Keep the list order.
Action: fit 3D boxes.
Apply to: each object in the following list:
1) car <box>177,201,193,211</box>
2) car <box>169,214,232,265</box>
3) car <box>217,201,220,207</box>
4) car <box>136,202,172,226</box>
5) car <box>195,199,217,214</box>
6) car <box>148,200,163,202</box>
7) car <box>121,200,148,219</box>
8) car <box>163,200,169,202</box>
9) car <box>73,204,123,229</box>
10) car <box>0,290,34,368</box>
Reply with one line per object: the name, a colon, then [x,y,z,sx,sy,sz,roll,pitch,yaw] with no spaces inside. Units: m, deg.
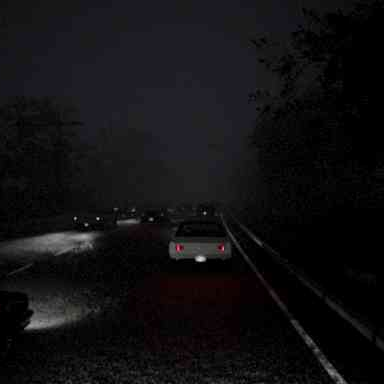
car: [-0.959,1.931,47.371,1.895,1.301,4.718,0,0,6]
car: [0.311,1.686,11.991,1.895,1.301,4.718,0,0,1]
car: [3.761,1.976,58.742,1.994,1.385,4.181,0,0,8]
car: [-2.658,1.700,25.002,1.812,1.442,4.674,0,0,3]
car: [1.384,1.740,33.587,1.837,1.490,4.892,0,0,4]
car: [-5.226,1.788,40.829,1.837,1.490,4.892,0,0,5]
car: [-5.933,1.572,31.871,2.097,1.767,4.553,0,0,4]
car: [-4.246,1.917,50.839,1.994,1.385,4.181,0,0,6]
car: [-6.467,1.759,22.915,1.895,1.301,4.718,0,0,3]
car: [-3.360,1.565,2.640,2.033,1.411,5.357,0,0,0]
